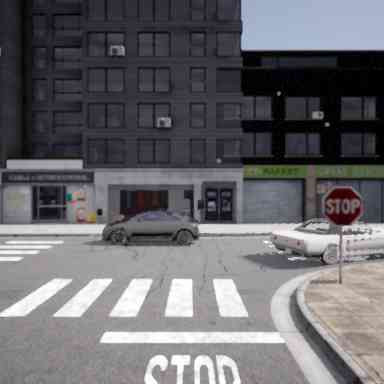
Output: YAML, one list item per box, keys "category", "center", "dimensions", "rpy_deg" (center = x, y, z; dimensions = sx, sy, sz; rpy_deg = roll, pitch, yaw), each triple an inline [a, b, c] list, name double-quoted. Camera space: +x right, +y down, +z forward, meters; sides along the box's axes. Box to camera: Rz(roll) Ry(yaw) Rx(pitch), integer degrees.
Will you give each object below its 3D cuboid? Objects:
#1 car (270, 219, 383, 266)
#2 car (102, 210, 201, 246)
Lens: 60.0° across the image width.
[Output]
- category: "car"
  center: [5.163, 1.553, 11.236]
  dimensions: [4.718, 1.301, 1.895]
  rpy_deg: [0, 0, -19]
- category: "car"
  center: [-1.713, 1.512, 14.485]
  dimensions: [4.181, 1.385, 1.994]
  rpy_deg: [0, 0, 0]
